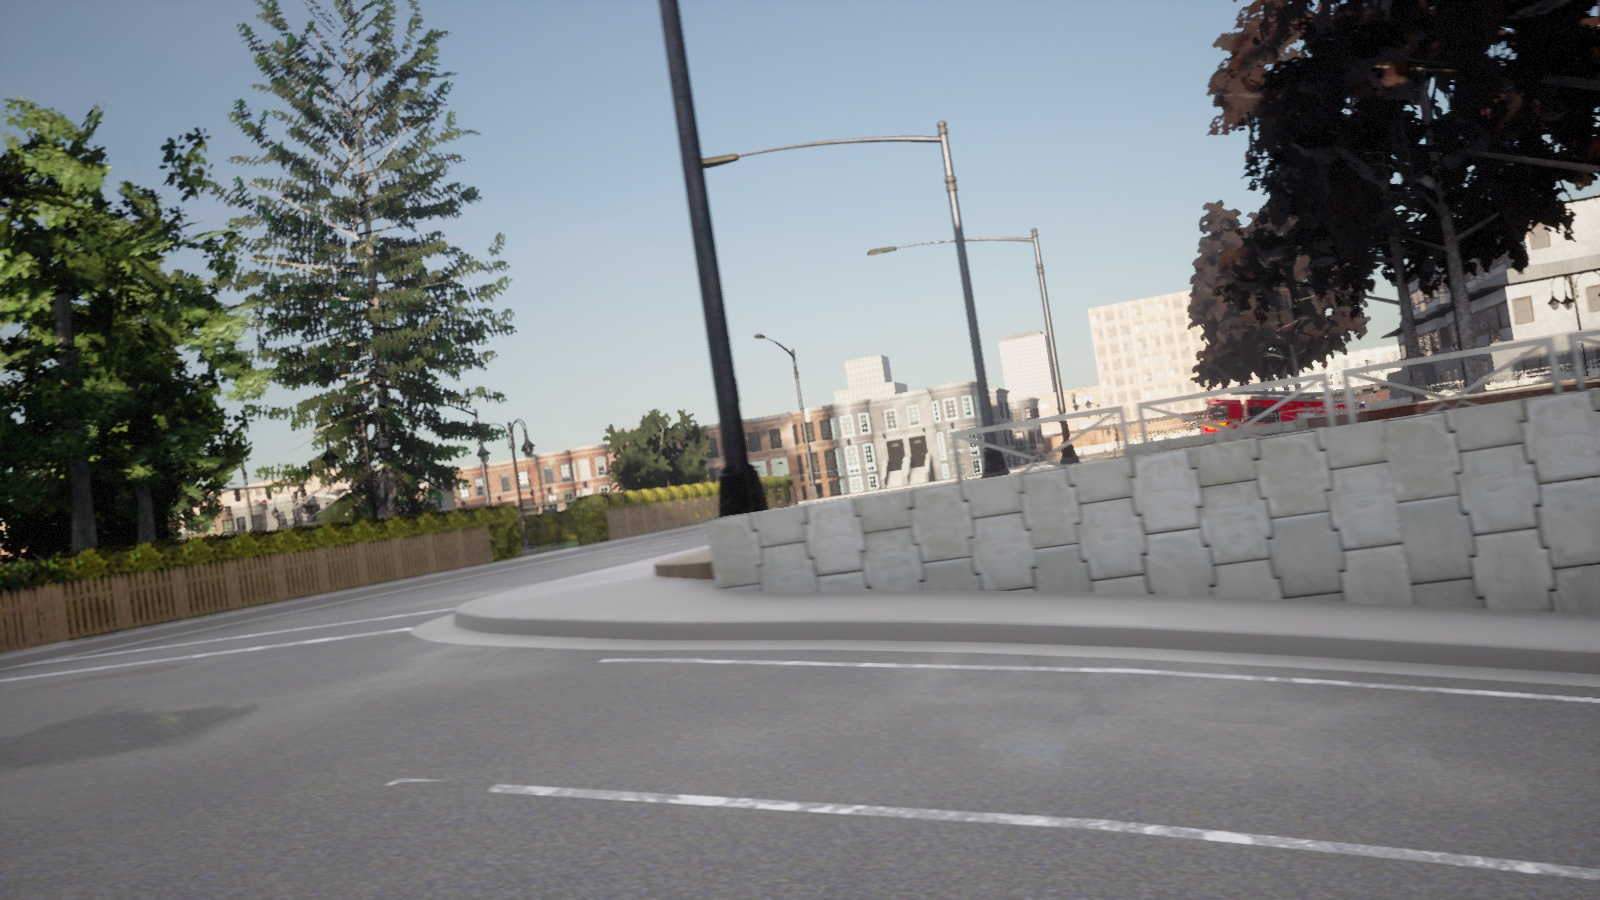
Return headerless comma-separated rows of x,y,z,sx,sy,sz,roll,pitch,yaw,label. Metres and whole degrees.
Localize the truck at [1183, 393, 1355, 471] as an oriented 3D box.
25.473,-1.036,68.599,8.468,3.827,2.891,3,1,18,truck
